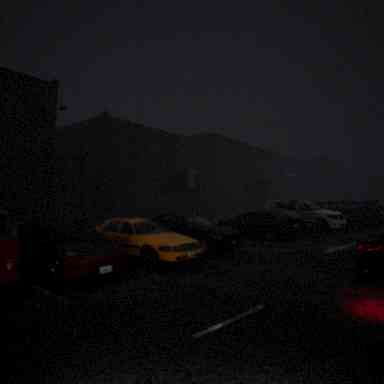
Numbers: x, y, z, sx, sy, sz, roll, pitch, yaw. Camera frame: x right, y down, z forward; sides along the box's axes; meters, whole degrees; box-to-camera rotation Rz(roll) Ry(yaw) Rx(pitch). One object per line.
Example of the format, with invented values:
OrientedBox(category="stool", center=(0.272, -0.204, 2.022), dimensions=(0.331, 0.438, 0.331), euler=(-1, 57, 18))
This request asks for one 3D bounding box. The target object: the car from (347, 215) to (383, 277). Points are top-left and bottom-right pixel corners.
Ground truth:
OrientedBox(category="car", center=(6.541, 1.631, 9.932), dimensions=(1.882, 1.535, 5.008), euler=(-1, -1, 43))

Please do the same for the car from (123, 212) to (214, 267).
OrientedBox(category="car", center=(-1.979, 1.629, 12.253), dimensions=(5.366, 1.575, 1.946), euler=(0, -1, 43))

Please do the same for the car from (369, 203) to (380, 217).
OrientedBox(category="car", center=(13.100, 1.950, 28.846), dimensions=(4.892, 1.521, 2.231), euler=(0, -1, 43))

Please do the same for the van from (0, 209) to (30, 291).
OrientedBox(category="van", center=(-6.005, 1.343, 8.344), dimensions=(4.442, 1.987, 1.878), euler=(0, -1, 43))

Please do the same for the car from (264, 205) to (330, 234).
OrientedBox(category="car", center=(5.487, 1.783, 20.610), dimensions=(4.892, 1.521, 2.231), euler=(0, -1, 43))

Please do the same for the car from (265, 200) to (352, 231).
OrientedBox(category="car", center=(7.418, 1.572, 22.652), dimensions=(5.566, 2.045, 2.435), euler=(0, -1, 43))

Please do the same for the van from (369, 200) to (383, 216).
OrientedBox(category="van", center=(14.925, 1.766, 30.983), dimensions=(4.442, 1.987, 1.878), euler=(0, -1, 43))

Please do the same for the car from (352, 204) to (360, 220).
OrientedBox(category="car", center=(9.295, 1.865, 24.730), dimensions=(5.008, 1.535, 2.097), euler=(0, -1, 43))

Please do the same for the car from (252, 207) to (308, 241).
OrientedBox(category="car", center=(3.570, 1.772, 18.572), dimensions=(4.792, 1.488, 2.163), euler=(0, -1, 43))

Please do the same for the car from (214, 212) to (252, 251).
OrientedBox(category="car", center=(-0.218, 1.667, 14.438), dimensions=(5.008, 1.535, 2.097), euler=(0, -1, 43))

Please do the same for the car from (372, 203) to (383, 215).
OrientedBox(category="car", center=(26.434, 2.286, 43.234), dimensions=(4.892, 1.521, 2.231), euler=(0, -2, 43))

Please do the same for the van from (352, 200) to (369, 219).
OrientedBox(category="van", center=(11.288, 1.681, 26.709), dimensions=(4.442, 1.987, 1.878), euler=(0, -1, 43))

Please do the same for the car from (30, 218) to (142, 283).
OrientedBox(category="car", center=(-3.996, 1.630, 10.300), dimensions=(4.792, 1.488, 2.163), euler=(0, -1, 43))
